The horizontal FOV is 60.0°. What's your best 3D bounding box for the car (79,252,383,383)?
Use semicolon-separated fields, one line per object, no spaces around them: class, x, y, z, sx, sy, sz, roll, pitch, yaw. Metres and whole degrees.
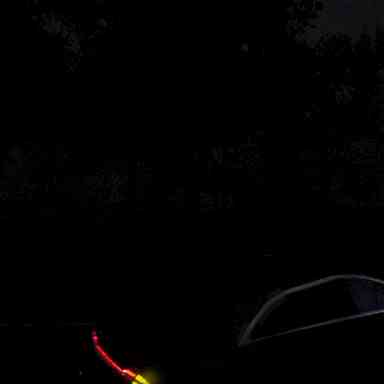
car;1.276;1.491;3.850;4.902;1.511;2.128;0;0;-29

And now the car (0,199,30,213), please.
car;-19.000;1.502;33.668;1.837;1.490;4.892;0;1;35
